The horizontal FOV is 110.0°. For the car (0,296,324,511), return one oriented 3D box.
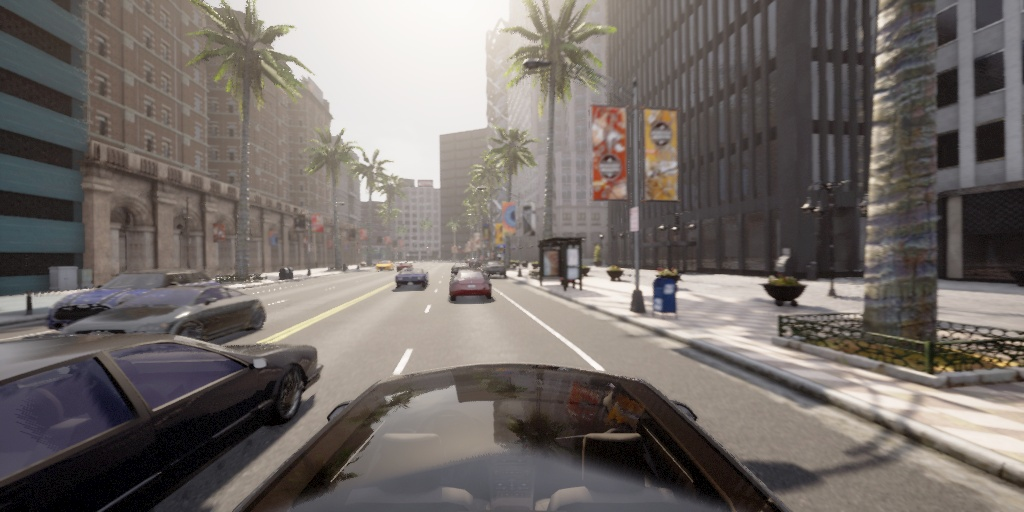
[{"bbox_3d":[-3.496,1.342,2.670,2.033,1.411,5.357,-1,0,-3],"label":"car"}]

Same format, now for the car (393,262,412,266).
[{"bbox_3d":[-14.532,1.514,48.896,1.895,1.301,4.718,-1,0,-9],"label":"car"}]

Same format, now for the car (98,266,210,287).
[{"bbox_3d":[-11.867,1.251,11.764,2.097,1.767,4.553,-1,0,-9],"label":"car"}]

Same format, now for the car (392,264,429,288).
[{"bbox_3d":[-6.718,1.426,24.600,1.895,1.301,4.718,-1,0,-10],"label":"car"}]

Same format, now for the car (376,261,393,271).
[{"bbox_3d":[-18.780,1.444,53.169,1.882,1.535,5.008,-1,0,-9],"label":"car"}]

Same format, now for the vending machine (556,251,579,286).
[{"bbox_3d":[3.997,0.880,25.982,1.100,2.100,0.880,0,0,-10],"label":"vending machine"}]

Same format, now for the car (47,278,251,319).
[{"bbox_3d":[-7.815,1.412,8.509,1.994,1.385,4.181,-1,0,-8],"label":"car"}]

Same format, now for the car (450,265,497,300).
[{"bbox_3d":[-2.134,1.333,18.171,1.994,1.385,4.181,-1,0,-9],"label":"car"}]

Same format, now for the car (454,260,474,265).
[{"bbox_3d":[-5.398,1.401,37.859,1.895,1.301,4.718,-1,0,-10],"label":"car"}]
